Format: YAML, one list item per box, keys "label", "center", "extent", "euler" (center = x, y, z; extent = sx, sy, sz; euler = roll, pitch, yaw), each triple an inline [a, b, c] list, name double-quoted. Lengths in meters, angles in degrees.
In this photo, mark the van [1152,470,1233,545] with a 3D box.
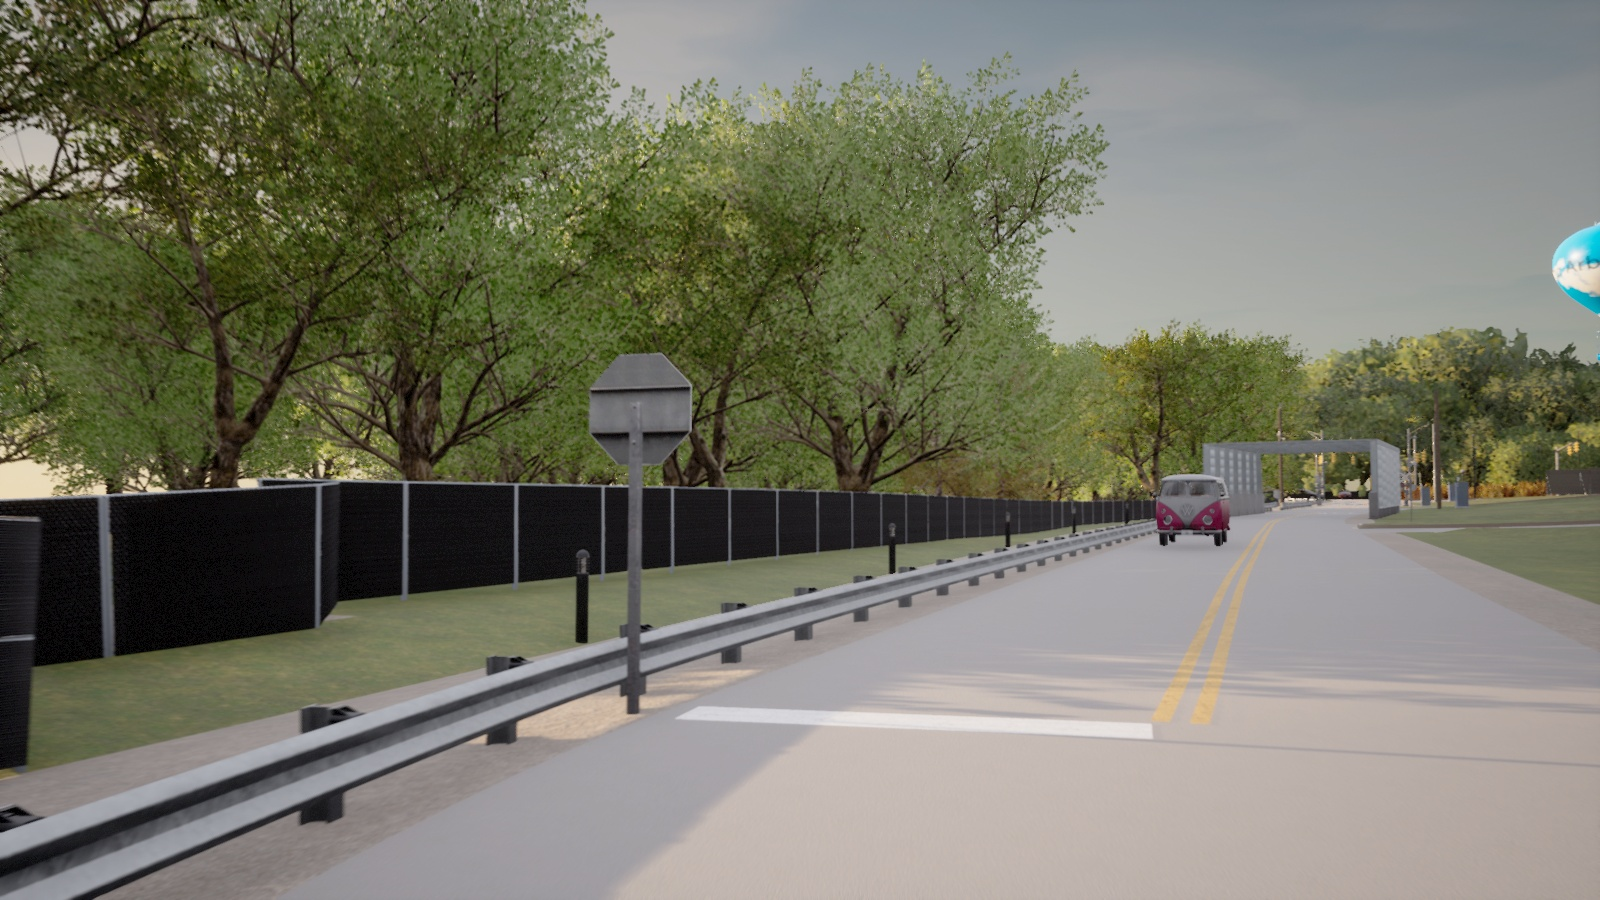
- label: "van"
  center: [11.269, 1.623, 35.884]
  extent: [1.775, 1.987, 4.442]
  euler: [-2, -2, 22]
